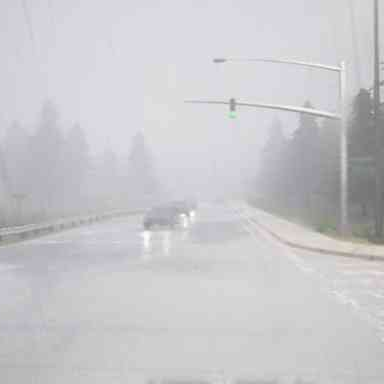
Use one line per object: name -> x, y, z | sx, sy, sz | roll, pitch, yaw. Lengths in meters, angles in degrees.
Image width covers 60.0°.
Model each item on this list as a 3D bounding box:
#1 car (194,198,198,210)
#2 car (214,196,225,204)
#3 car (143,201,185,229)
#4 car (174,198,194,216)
car -> -0.293, 1.513, 42.669 | 2.128, 1.511, 4.902 | -1, 0, 5
car -> 5.112, 1.453, 60.976 | 2.128, 1.511, 4.902 | -1, 0, 6
car -> -1.890, 1.579, 22.279 | 2.033, 1.411, 5.357 | -1, 0, 4
car -> -1.147, 1.533, 32.439 | 1.837, 1.490, 4.892 | -1, 0, 4
